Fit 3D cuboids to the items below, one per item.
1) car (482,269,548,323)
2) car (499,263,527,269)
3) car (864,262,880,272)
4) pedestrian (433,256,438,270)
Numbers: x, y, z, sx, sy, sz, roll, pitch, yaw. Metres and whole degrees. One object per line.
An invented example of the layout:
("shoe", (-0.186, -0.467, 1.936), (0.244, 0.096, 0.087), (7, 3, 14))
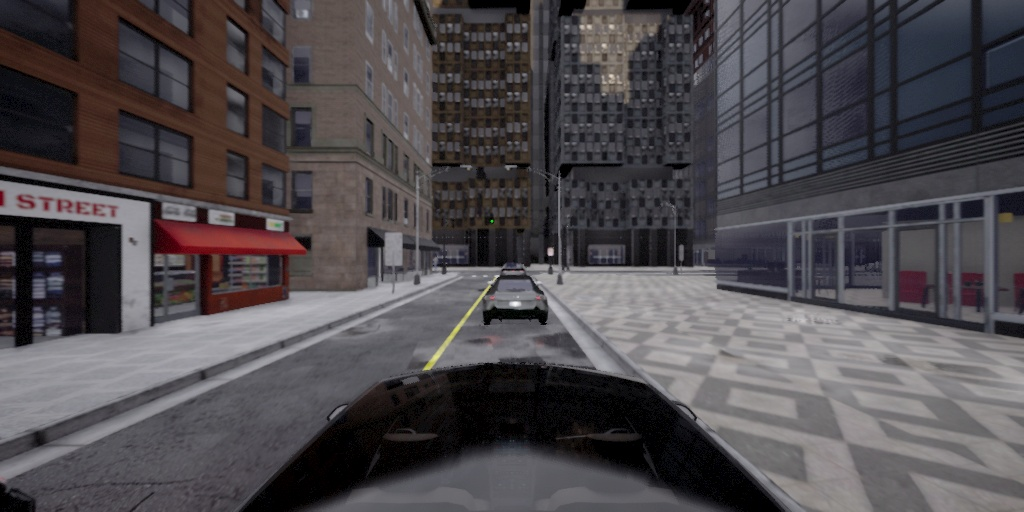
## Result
("car", (0.094, 1.318, 12.093), (1.994, 1.385, 4.181), (0, 0, 0))
("car", (0.088, 1.250, 26.215), (2.128, 1.511, 4.902), (0, 0, 0))
("car", (45.206, 1.196, 43.017), (4.902, 1.511, 2.128), (0, 0, 1))
("pedestrian", (-9.911, 0.918, 46.602), (0.375, 1.860, 0.375), (0, 0, 0))
